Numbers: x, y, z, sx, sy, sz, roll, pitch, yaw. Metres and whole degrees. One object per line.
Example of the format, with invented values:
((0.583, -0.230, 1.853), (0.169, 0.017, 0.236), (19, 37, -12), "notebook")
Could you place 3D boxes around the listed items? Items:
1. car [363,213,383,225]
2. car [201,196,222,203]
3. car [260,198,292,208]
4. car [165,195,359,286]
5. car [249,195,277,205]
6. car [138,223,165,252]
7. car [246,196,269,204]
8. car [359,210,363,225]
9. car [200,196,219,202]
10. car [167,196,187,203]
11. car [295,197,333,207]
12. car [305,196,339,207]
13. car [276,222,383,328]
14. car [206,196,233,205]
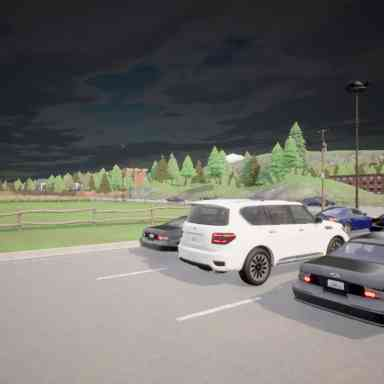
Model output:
((10.306, 1.478, 15.469), (5.008, 1.535, 1.882), (0, 0, -35), "car")
((4.093, 1.595, 71.247), (1.895, 1.301, 4.718), (0, 0, -36), "car")
((12.191, 1.564, 48.206), (1.994, 1.385, 4.181), (0, 0, -36), "car")
((2.240, 1.221, 9.662), (5.566, 2.045, 2.150), (0, 0, -35), "car")
((12.668, 1.355, 59.417), (2.097, 1.767, 4.553), (0, 0, -36), "car")
((0.660, 1.547, 12.834), (5.357, 1.411, 2.033), (0, 0, -36), "car")
((12.800, 1.564, 65.228), (1.994, 1.385, 4.181), (0, 0, -36), "car")
((8.442, 1.526, 18.431), (4.674, 1.442, 1.812), (0, 0, -36), "car")
((4.050, 1.526, 77.222), (1.895, 1.301, 4.718), (0, 0, -36), "car")
((-3.242, 1.600, 69.410), (1.895, 1.301, 4.718), (0, 0, -36), "car")
((18.703, 1.547, 51.164), (2.033, 1.411, 5.357), (0, 0, -36), "car")
((20.971, 1.505, 53.996), (1.837, 1.490, 4.892), (0, 0, -36), "car")
((4.357, 1.547, 6.871), (5.357, 1.411, 2.033), (0, 0, -36), "car")
((4.758, 1.478, 58.358), (1.882, 1.535, 5.008), (0, 0, -36), "car")
